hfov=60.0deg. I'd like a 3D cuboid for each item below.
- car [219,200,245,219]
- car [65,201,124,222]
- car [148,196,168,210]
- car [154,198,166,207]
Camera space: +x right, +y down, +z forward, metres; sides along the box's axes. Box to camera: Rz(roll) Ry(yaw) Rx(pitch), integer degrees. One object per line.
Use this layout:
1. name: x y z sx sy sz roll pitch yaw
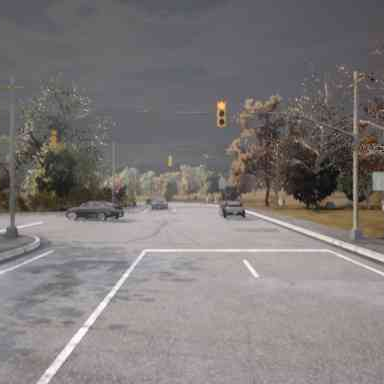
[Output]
1. car: 3.480 1.473 29.368 2.128 1.511 4.902 0 0 -1
2. car: -7.763 1.500 26.415 4.892 1.490 1.837 0 -3 22
3. car: -4.178 1.401 43.536 2.097 1.767 4.553 0 -1 -3
4. car: -5.847 1.873 60.489 2.033 1.411 5.357 0 -1 -8
